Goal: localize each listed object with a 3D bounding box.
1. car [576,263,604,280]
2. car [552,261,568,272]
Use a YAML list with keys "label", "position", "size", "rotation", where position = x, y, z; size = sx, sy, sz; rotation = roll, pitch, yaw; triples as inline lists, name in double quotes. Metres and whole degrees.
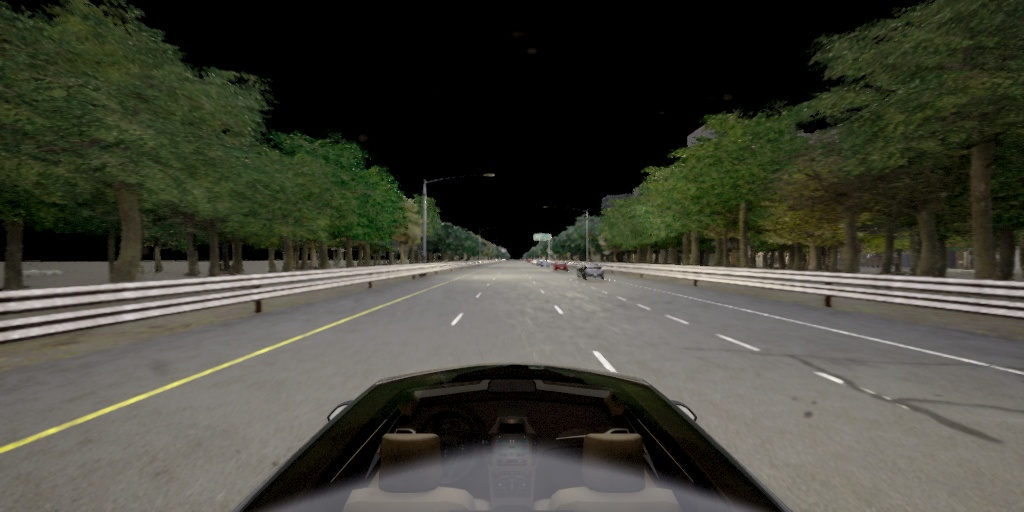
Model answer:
- label: "car"
  position: [7.040, 1.391, 32.666]
  size: [2.128, 1.511, 4.902]
  rotation: [0, 0, 0]
- label: "car"
  position: [7.128, 1.534, 53.681]
  size: [1.882, 1.535, 5.008]
  rotation: [0, 0, 0]
